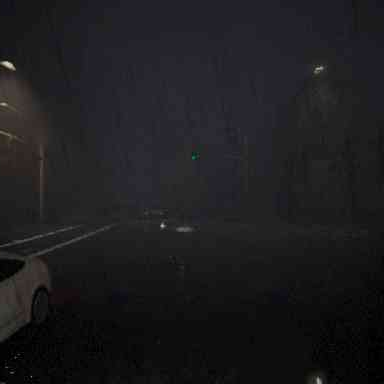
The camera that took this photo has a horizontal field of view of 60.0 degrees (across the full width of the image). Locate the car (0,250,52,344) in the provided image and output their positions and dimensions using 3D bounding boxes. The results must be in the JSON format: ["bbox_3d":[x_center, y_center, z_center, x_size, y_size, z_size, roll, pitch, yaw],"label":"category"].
[{"bbox_3d":[-3.501,1.595,4.463,1.812,1.442,4.674,0,-1,0],"label":"car"}]

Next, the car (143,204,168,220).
[{"bbox_3d":[-3.483,1.914,32.309,1.812,1.442,4.674,0,1,0],"label":"car"}]
